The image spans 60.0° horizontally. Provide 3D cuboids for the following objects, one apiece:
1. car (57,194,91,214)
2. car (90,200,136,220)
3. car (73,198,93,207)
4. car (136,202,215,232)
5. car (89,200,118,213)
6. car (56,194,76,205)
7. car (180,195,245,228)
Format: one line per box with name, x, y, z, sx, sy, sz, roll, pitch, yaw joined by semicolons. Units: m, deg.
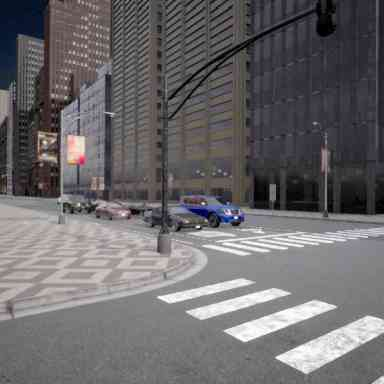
car;-13.117;1.322;37.461;2.150;2.045;5.566;1;-1;-36
car;-6.893;1.584;28.736;1.812;1.442;4.674;1;-1;-36
car;-18.686;1.733;56.745;1.837;1.490;4.892;1;-1;-36
car;-1.197;1.567;20.769;2.033;1.411;5.357;1;-1;-35
car;-10.605;1.651;39.531;1.812;1.442;4.674;1;-1;-35
car;-24.738;1.489;65.205;2.150;2.045;5.566;1;-1;-36
car;1.131;1.267;23.092;2.150;2.045;5.566;1;-1;-36
